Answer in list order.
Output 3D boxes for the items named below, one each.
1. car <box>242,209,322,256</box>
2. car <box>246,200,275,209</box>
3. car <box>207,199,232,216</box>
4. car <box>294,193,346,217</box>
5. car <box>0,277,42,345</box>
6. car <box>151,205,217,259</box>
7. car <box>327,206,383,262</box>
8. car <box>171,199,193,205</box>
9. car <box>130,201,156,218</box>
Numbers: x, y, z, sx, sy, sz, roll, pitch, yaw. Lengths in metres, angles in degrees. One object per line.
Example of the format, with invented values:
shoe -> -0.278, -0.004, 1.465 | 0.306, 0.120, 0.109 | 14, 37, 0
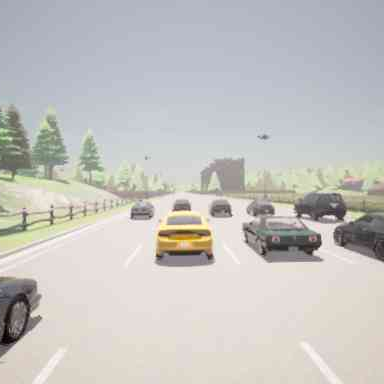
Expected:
car -> 3.209, 1.551, 12.938 | 1.895, 1.301, 4.718 | -1, 0, -2
car -> 6.146, 1.423, 29.944 | 1.812, 1.442, 4.674 | -1, 0, -2
car -> 2.596, 1.437, 31.359 | 1.837, 1.490, 4.892 | -1, 0, -2
car -> 9.787, 1.087, 25.739 | 2.150, 2.045, 5.566 | -1, 0, -2
car -> -3.482, 1.578, 3.369 | 2.033, 1.411, 5.357 | -1, 0, -2
car -> -0.291, 1.464, 12.610 | 1.882, 1.535, 5.008 | -1, 0, -2
car -> 6.752, 1.441, 11.689 | 1.812, 1.442, 4.674 | -1, 0, -2
car -> -0.994, 1.471, 33.794 | 1.837, 1.490, 4.892 | -1, 0, -2
car -> -4.357, 1.553, 29.875 | 2.033, 1.411, 5.357 | -1, 0, -2
